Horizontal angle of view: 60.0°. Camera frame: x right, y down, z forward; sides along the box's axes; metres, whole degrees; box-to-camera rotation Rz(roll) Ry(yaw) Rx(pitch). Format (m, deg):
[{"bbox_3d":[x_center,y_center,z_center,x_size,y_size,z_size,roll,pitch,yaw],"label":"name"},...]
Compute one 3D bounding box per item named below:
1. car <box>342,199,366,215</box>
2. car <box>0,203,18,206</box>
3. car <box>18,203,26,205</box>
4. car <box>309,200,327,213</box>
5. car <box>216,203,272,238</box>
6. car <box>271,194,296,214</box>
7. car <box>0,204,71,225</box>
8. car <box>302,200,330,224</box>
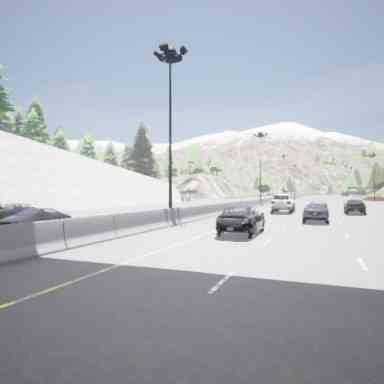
[{"bbox_3d":[16.828,1.510,34.521,1.837,1.490,4.892,0,0,22],"label":"car"},{"bbox_3d":[-12.395,1.359,18.202,2.097,1.767,4.553,0,0,22],"label":"car"},{"bbox_3d":[-13.489,1.556,24.971,2.033,1.411,5.357,0,0,22],"label":"car"},{"bbox_3d":[14.808,1.609,38.940,1.895,1.301,4.718,0,0,21],"label":"car"},{"bbox_3d":[2.681,1.496,17.730,2.128,1.511,4.902,0,0,22],"label":"car"},{"bbox_3d":[10.004,1.228,36.280,2.150,2.045,5.566,0,0,21],"label":"car"},{"bbox_3d":[-8.589,1.570,18.317,1.994,1.385,4.181,0,0,22],"label":"car"},{"bbox_3d":[9.428,1.553,25.295,2.033,1.411,5.357,0,0,22],"label":"car"}]
